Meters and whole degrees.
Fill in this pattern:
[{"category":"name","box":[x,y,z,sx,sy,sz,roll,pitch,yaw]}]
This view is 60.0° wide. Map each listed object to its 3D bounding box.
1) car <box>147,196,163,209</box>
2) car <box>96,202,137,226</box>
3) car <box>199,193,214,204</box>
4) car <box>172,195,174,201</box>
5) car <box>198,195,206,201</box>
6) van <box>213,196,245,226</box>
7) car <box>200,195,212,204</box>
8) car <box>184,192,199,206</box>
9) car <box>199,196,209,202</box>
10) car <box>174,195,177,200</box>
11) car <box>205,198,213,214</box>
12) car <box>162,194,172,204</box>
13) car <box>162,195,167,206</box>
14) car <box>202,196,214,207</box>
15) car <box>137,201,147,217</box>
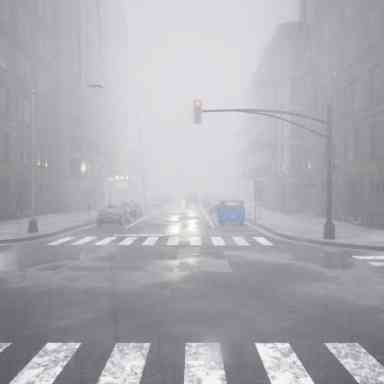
[{"category":"car","box":[-5.389,1.519,45.713,1.752,1.417,4.829,0,0,0]},{"category":"car","box":[-5.389,1.549,23.155,2.008,1.369,4.403,0,0,0]},{"category":"car","box":[2.637,1.305,51.571,2.192,1.841,5.009,0,0,0]},{"category":"car","box":[-5.389,1.292,68.610,2.192,1.841,5.009,0,0,0]},{"category":"car","box":[2.636,1.530,85.658,1.947,1.339,4.313,0,0,0]},{"category":"van","box":[2.636,1.340,23.164,1.690,1.788,3.998,0,0,0]},{"category":"car","box":[2.636,1.422,62.933,1.967,1.590,4.097,0,0,0]},{"category":"car","box":[0.103,1.208,56.480,2.150,2.045,5.566,0,0,0]},{"category":"car","box":[2.636,1.524,74.295,2.008,1.369,4.403,0,0,0]},{"category":"car","box":[-5.389,1.409,79.973,1.967,1.590,4.097,0,0,0]},{"category":"car","box":[2.637,1.580,34.526,1.802,1.307,4.206,0,0,0]},{"category":"car","box":[-5.389,1.547,62.928,1.947,1.339,4.313,0,0,0]},{"category":"car","box":[-5.388,1.556,51.565,1.947,1.339,4.313,0,0,0]},{"category":"car","box":[2.637,1.576,45.889,1.802,1.307,4.206,0,0,0]},{"category":"car","box":[-5.389,1.543,28.837,1.887,1.381,4.507,0,0,0]}]
